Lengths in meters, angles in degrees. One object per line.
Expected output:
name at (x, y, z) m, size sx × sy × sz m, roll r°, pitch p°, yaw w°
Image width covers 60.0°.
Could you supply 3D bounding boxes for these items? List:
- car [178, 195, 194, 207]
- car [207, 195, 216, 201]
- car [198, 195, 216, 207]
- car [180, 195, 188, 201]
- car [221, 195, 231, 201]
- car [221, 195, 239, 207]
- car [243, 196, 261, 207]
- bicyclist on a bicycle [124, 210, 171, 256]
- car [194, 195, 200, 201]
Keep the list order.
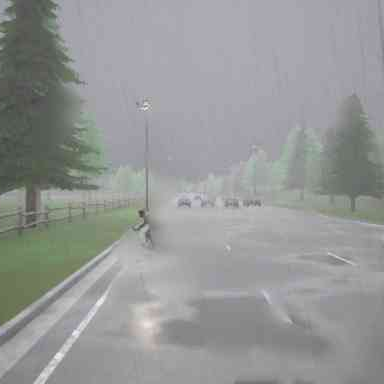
car at (-1.126, 1.601, 51.031) m, size 1.895 × 1.301 × 4.718 m, roll 0°, pitch 0°, yaw -1°
car at (5.016, 1.524, 85.170) m, size 1.812 × 1.442 × 4.674 m, roll 0°, pitch 0°, yaw -1°
car at (2.374, 1.601, 50.914) m, size 1.895 × 1.301 × 4.718 m, roll 0°, pitch 0°, yaw -1°
car at (-2.036, 1.540, 87.242) m, size 2.033 × 1.411 × 5.357 m, roll 0°, pitch 0°, yaw -1°
car at (8.537, 1.552, 84.309) m, size 1.994 × 1.385 × 4.181 m, roll 0°, pitch 0°, yaw -1°
car at (5.884, 1.491, 50.266) m, size 2.128 × 1.511 × 4.902 m, roll 0°, pitch 0°, yaw -1°
car at (9.314, 1.352, 52.117) m, size 2.097 × 1.767 × 4.553 m, roll 0°, pitch 0°, yaw -1°
bicyclist on a bicycle at (-1.585, 1.455, 11.689) m, size 1.656 × 1.620 × 0.582 m, roll -2°, pitch 0°, yaw -1°
car at (1.484, 1.500, 86.440) m, size 1.837 × 1.490 × 4.892 m, roll 0°, pitch 0°, yaw -1°
